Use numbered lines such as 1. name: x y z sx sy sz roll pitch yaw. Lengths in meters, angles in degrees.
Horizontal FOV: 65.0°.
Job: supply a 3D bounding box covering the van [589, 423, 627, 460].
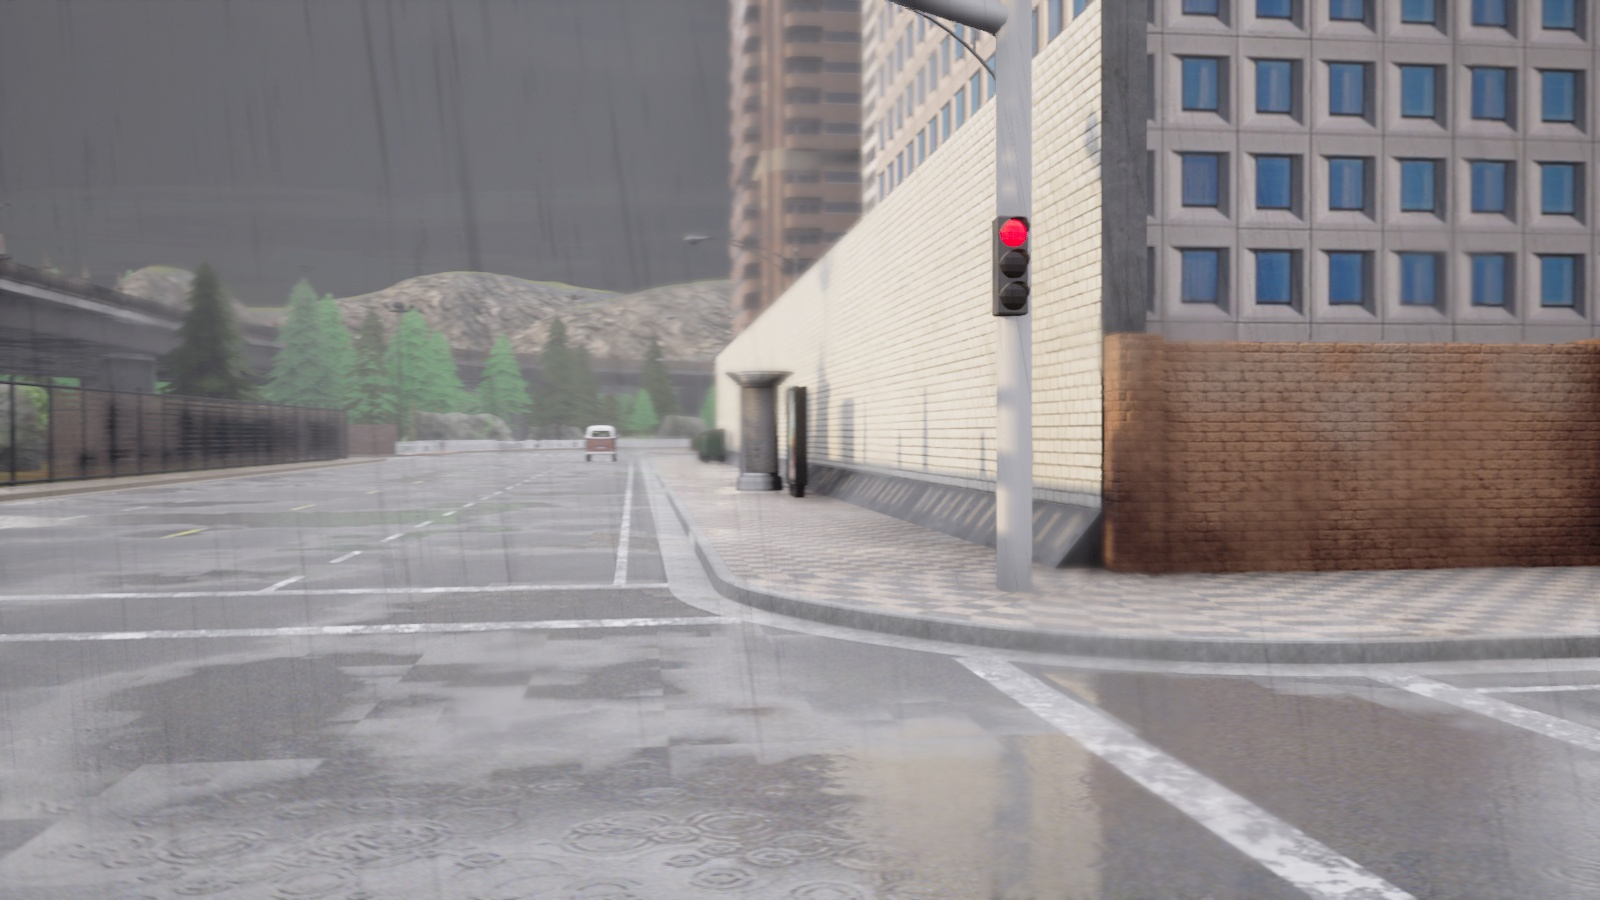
1. van: -11.229 -0.449 73.646 2.069 2.038 4.480 0 -1 -7
